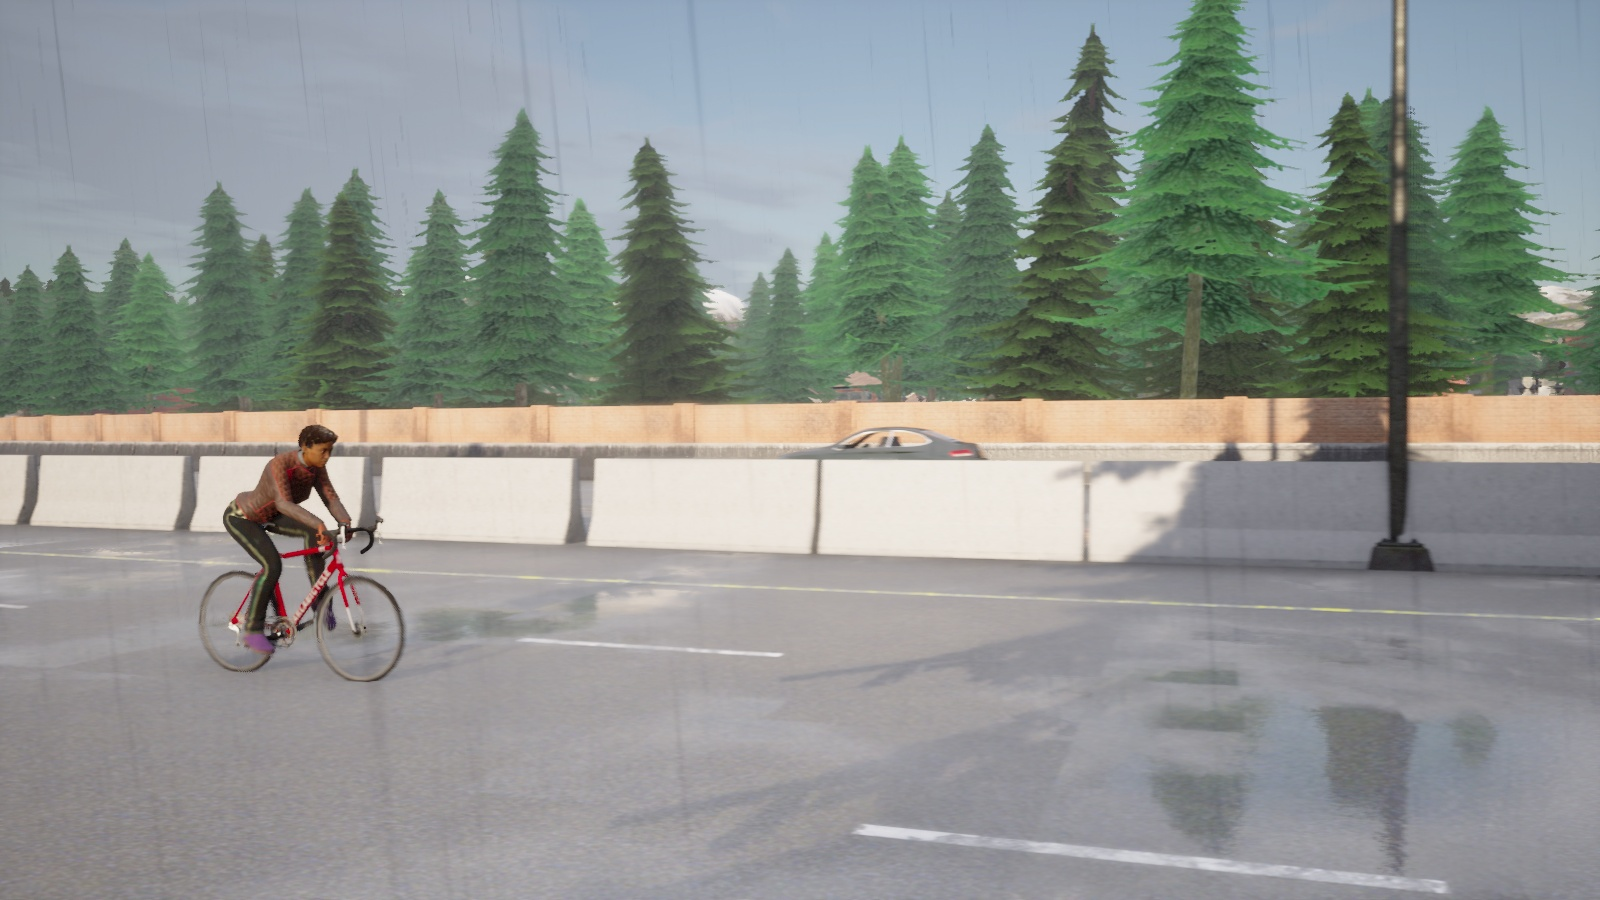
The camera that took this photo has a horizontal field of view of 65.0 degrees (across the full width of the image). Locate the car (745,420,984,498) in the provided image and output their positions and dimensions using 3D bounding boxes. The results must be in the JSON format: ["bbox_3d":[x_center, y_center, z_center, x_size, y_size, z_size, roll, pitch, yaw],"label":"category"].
[{"bbox_3d":[1.476,0.154,28.666,5.027,1.651,2.152,1,1,21],"label":"car"}]

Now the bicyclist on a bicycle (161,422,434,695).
[{"bbox_3d":[-3.222,0.639,8.041,1.656,1.620,0.582,1,1,20],"label":"bicyclist on a bicycle"}]
